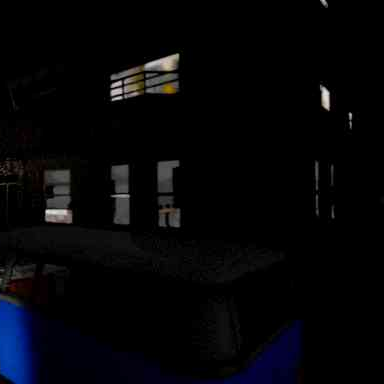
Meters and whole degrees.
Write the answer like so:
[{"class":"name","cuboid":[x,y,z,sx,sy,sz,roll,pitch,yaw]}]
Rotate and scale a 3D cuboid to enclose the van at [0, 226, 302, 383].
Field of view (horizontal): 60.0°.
[{"class":"van","cuboid":[-0.890,1.334,3.529,3.998,1.788,1.690,0,-1,35]}]
